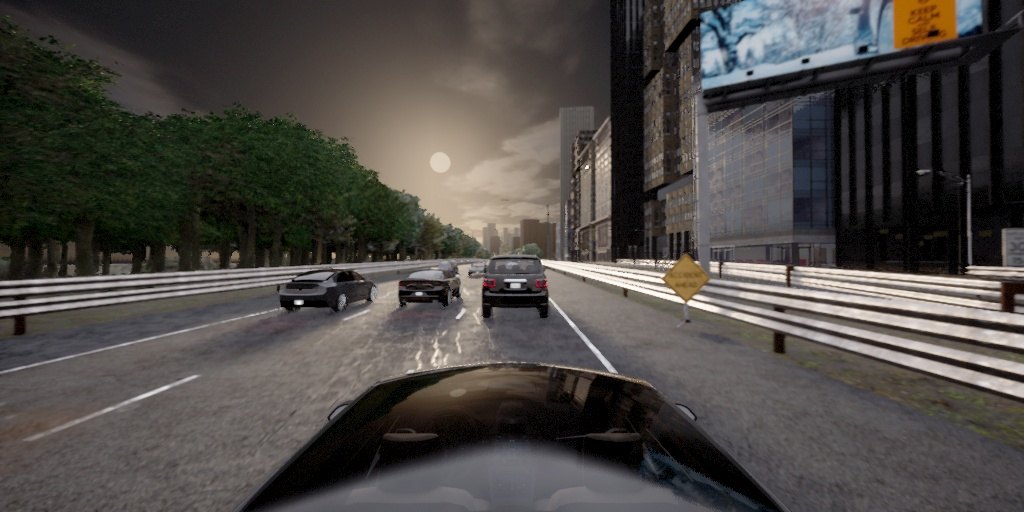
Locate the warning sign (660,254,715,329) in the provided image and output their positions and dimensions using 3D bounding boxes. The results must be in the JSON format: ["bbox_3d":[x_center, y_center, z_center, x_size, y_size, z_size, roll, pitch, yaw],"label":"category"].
[{"bbox_3d":[4.554,0.865,9.375,1.300,1.860,1.060,0,0,0],"label":"warning sign"}]

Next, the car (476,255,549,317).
[{"bbox_3d":[0.106,0.969,13.295,2.150,2.045,5.566,0,0,0],"label":"car"}]

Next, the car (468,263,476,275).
[{"bbox_3d":[-3.428,1.346,38.025,1.895,1.301,4.718,0,0,1],"label":"car"}]

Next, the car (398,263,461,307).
[{"bbox_3d":[-3.393,1.225,15.559,1.882,1.535,5.008,0,0,0],"label":"car"}]

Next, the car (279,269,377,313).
[{"bbox_3d":[-6.893,1.253,14.018,1.837,1.490,4.892,0,0,0],"label":"car"}]
